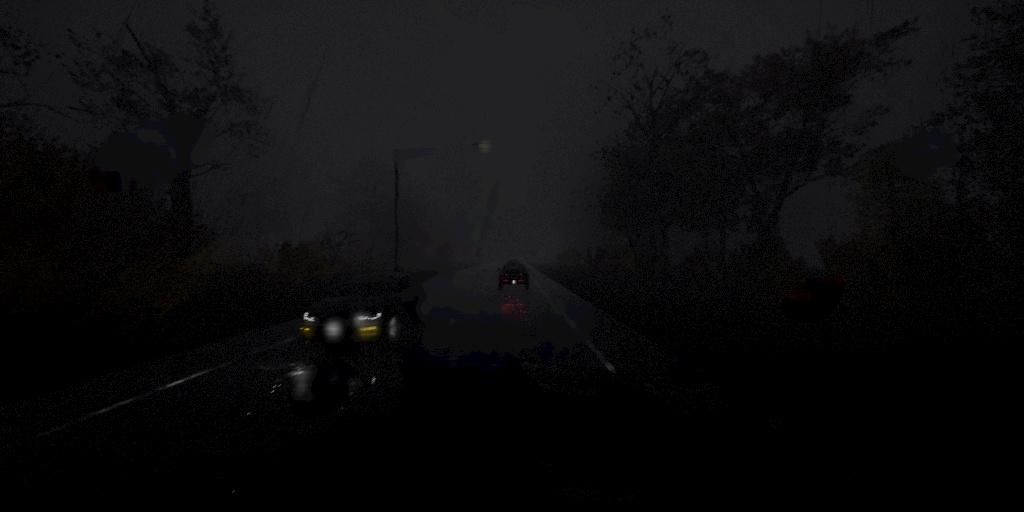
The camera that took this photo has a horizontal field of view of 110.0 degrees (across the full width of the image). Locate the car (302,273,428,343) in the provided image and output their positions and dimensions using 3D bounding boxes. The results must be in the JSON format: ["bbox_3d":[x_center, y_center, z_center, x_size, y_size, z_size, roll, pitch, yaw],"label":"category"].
[{"bbox_3d":[-3.599,1.234,9.655,1.837,1.490,4.892,0,0,0],"label":"car"}]

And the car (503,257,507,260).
[{"bbox_3d":[0.188,1.138,40.726,1.837,1.490,4.892,0,0,0],"label":"car"}]

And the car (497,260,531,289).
[{"bbox_3d":[0.114,1.193,22.593,1.837,1.490,4.892,0,0,0],"label":"car"}]
